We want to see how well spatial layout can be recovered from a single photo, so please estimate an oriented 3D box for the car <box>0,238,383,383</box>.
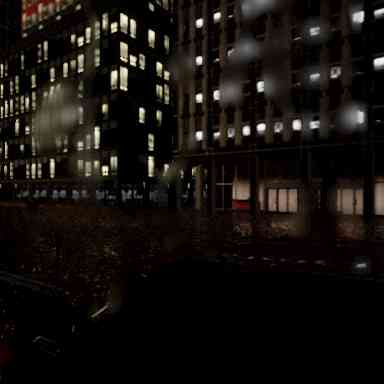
[{"bbox_3d":[0.489,1.317,2.518,5.009,1.841,2.192,0,0,35],"label":"car"}]
